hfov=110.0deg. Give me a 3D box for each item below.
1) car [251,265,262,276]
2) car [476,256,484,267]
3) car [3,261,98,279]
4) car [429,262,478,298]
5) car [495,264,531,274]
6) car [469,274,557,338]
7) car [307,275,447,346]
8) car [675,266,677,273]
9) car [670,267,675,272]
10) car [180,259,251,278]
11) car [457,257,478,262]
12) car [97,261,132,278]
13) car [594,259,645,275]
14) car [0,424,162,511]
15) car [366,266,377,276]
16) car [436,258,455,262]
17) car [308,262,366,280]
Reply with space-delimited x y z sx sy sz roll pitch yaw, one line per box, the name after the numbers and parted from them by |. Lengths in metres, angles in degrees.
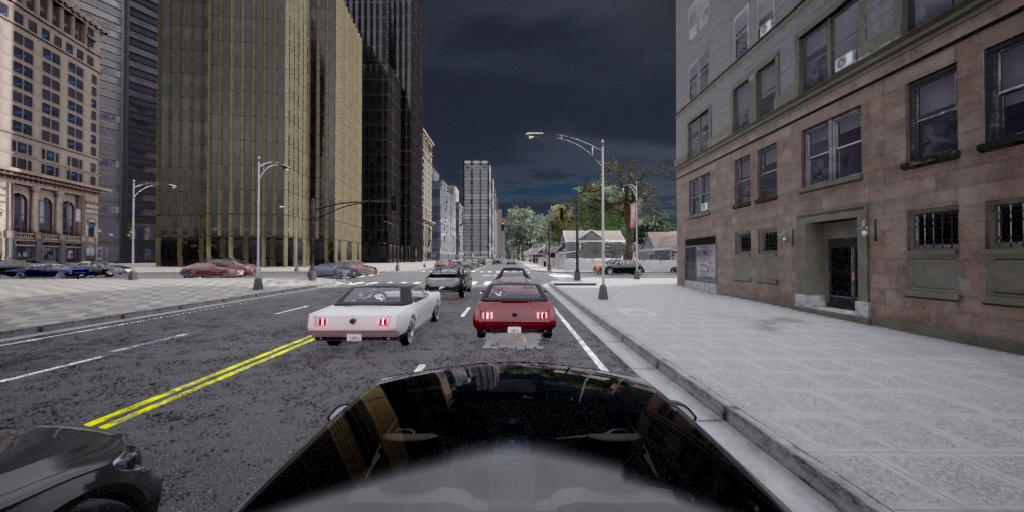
-26.434 1.093 34.009 4.553 1.767 2.097 0 -1 -4 | car
-6.715 1.258 64.556 1.837 1.490 4.892 0 0 0 | car
-38.276 1.306 29.850 4.718 1.301 1.895 0 -1 -5 | car
-3.192 1.243 18.682 2.128 1.511 4.902 0 0 0 | car
0.055 1.316 18.904 1.994 1.385 4.181 0 0 0 | car
0.061 1.351 10.147 1.895 1.301 4.718 0 0 0 | car
-3.173 1.352 9.428 1.895 1.301 4.718 0 0 0 | car
20.476 1.264 37.910 4.902 1.511 2.128 0 -1 0 | car
21.115 1.353 41.158 5.357 1.411 2.033 0 -1 0 | car
-25.679 1.233 30.801 4.674 1.442 1.812 0 -1 -3 | car
-6.717 1.258 54.417 1.837 1.490 4.892 0 0 0 | car
-38.013 1.228 33.132 4.902 1.511 2.128 0 -1 -5 | car
11.519 1.124 37.947 4.553 1.767 2.097 0 -1 0 | car
-3.143 1.275 0.286 1.812 1.442 4.674 0 0 0 | car
-15.454 1.310 35.179 4.181 1.385 1.994 0 -1 -12 | car
-9.968 1.105 52.593 2.097 1.767 4.553 0 0 0 | car
-14.939 1.260 30.181 4.181 1.385 1.994 0 -1 16 | car
